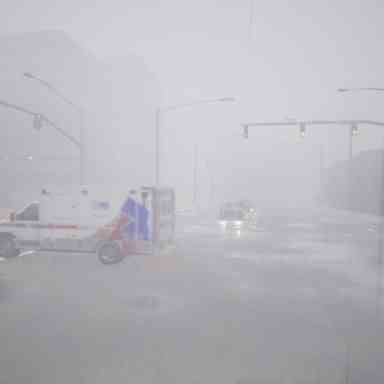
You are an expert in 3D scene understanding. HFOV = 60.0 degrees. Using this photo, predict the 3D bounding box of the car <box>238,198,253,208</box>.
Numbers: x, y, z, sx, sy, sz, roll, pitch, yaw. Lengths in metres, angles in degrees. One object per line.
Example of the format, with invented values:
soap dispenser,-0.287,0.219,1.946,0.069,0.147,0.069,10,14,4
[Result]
car,7.832,1.604,48.264,1.895,1.301,4.718,0,0,13

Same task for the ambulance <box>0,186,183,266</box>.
ambulance,-3.650,1.032,11.485,6.366,2.431,2.351,0,0,12

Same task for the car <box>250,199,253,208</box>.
car,5.706,1.567,38.506,1.994,1.385,4.181,0,0,12

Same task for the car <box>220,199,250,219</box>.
car,3.648,1.549,29.019,2.033,1.411,5.357,0,0,12
